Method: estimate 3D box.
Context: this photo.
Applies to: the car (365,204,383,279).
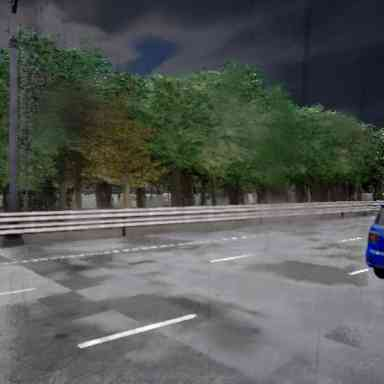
[{"bbox_3d":[6.765,1.221,8.688,5.566,2.045,2.150,0,0,-35],"label":"car"}]
